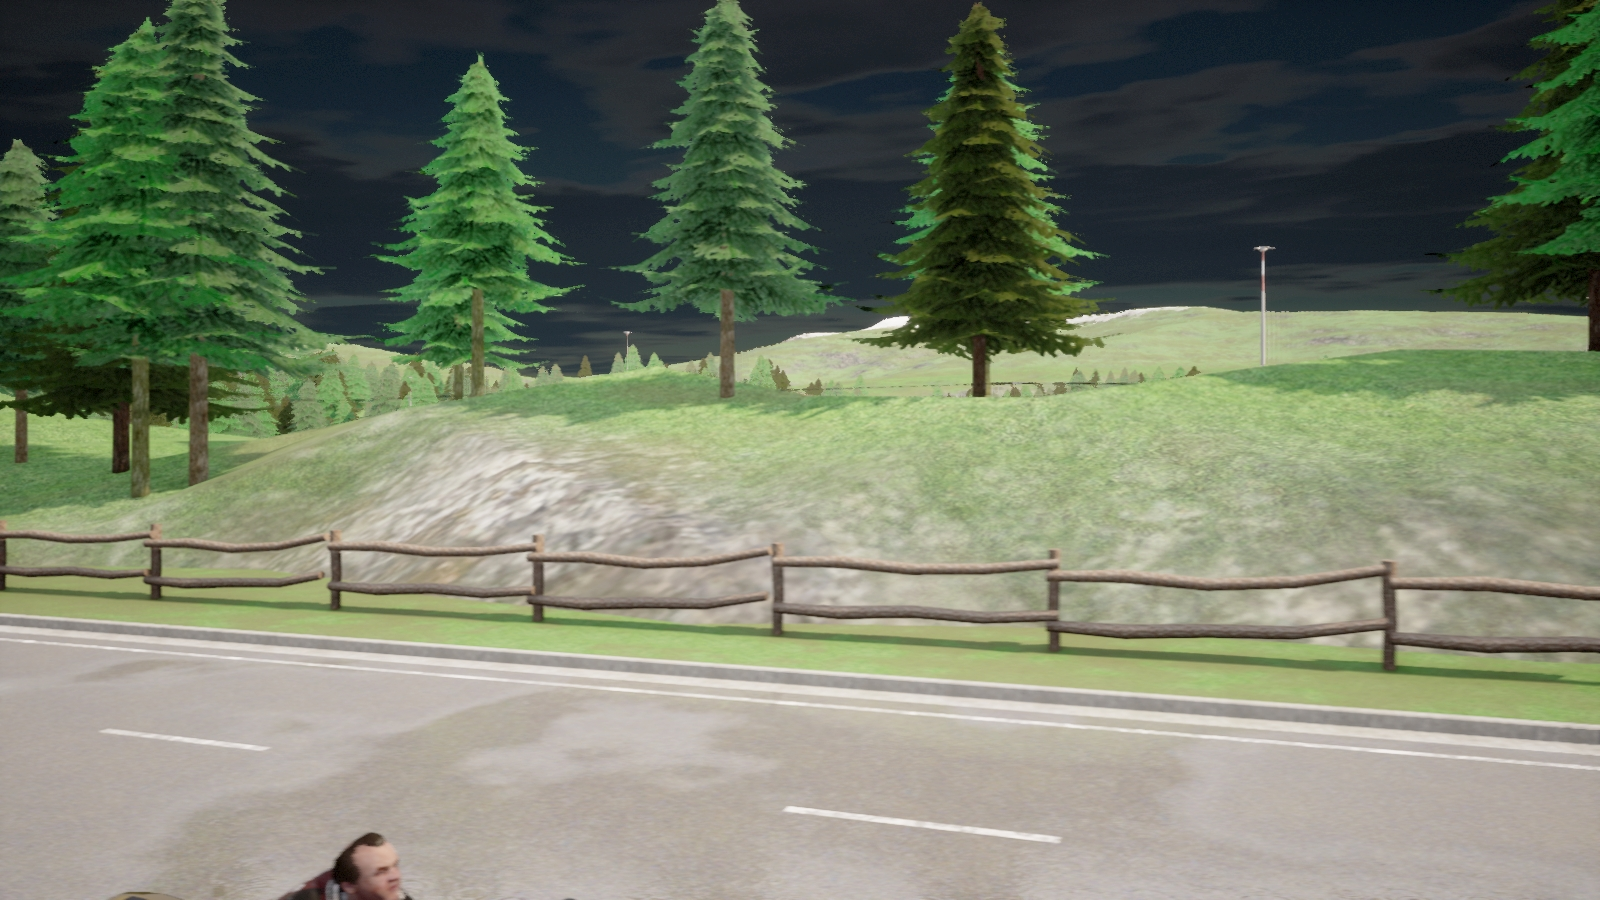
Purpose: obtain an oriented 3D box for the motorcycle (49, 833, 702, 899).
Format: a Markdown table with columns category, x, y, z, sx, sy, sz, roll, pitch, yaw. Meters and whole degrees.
| category | x | y | z | sx | sy | sz | roll | pitch | yaw |
| --- | --- | --- | --- | --- | --- | --- | --- | --- | --- |
| motorcycle | -1.511 | 2.205 | 3.928 | 2.209 | 1.251 | 0.867 | 0 | 2 | 18 |
